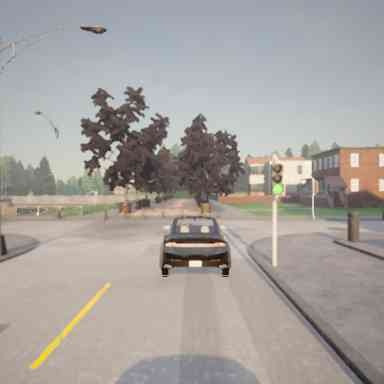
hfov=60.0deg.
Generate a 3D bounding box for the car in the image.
[{"bbox_3d":[0.091,1.487,10.293,2.128,1.511,4.902,0,0,0],"label":"car"}]
